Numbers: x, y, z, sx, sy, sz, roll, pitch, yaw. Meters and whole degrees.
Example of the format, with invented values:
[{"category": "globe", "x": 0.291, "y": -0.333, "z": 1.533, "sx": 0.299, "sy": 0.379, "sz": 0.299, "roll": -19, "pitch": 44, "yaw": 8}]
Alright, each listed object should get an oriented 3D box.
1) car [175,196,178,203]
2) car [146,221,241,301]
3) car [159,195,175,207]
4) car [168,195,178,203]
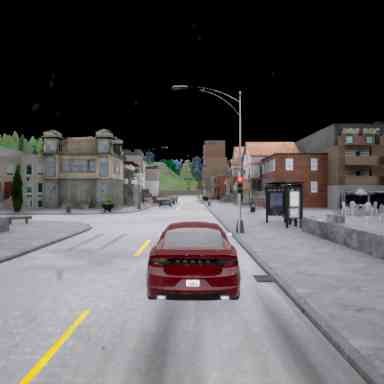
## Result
[{"category": "car", "x": -4.069, "y": 1.601, "z": 61.293, "sx": 1.895, "sy": 1.301, "sz": 4.718, "roll": 0, "pitch": 0, "yaw": 0}, {"category": "car", "x": 0.049, "y": 1.478, "z": 8.416, "sx": 1.882, "sy": 1.535, "sz": 5.008, "roll": 0, "pitch": 0, "yaw": 1}, {"category": "car", "x": -4.108, "y": 1.505, "z": 51.988, "sx": 1.837, "sy": 1.490, "sz": 4.892, "roll": 0, "pitch": 0, "yaw": 0}, {"category": "car", "x": -4.011, "y": 1.500, "z": 71.661, "sx": 1.837, "sy": 1.490, "sz": 4.892, "roll": 0, "pitch": 0, "yaw": 0}]
